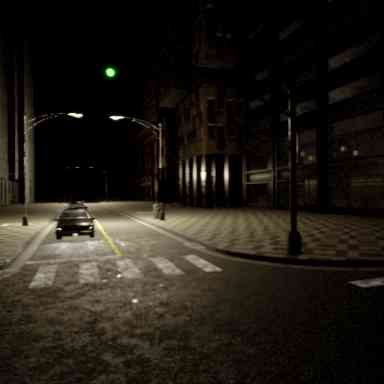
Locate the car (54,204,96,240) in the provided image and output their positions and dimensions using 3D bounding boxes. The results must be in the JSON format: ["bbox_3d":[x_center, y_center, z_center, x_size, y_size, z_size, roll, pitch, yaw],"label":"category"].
[{"bbox_3d":[-6.341,1.629,18.100,2.033,1.411,5.357,-1,0,-19],"label":"car"}]

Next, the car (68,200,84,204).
[{"bbox_3d":[-10.255,1.700,29.360,1.994,1.385,4.181,-1,0,-19],"label":"car"}]
